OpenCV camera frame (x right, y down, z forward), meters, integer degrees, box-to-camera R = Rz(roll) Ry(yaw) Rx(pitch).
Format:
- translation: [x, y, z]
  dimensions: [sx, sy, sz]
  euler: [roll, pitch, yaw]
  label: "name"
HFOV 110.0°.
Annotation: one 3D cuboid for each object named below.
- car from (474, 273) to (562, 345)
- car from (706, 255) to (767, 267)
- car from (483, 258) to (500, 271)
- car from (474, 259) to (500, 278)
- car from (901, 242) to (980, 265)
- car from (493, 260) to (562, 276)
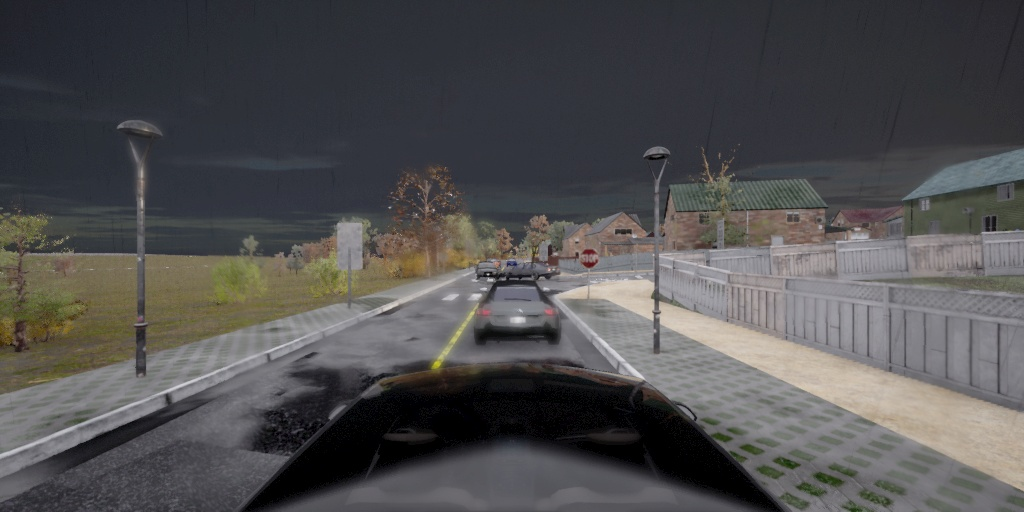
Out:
- translation: [0.099, 1.313, 9.506]
  dimensions: [1.994, 1.385, 4.181]
  euler: [0, 0, -1]
  label: "car"
- translation: [14.378, 0.413, 22.904]
  dimensions: [4.181, 1.385, 1.994]
  euler: [-3, 0, 16]
  label: "car"
- translation: [-2.869, 1.120, 51.249]
  dimensions: [2.097, 1.767, 4.553]
  euler: [0, 0, 1]
  label: "car"
- translation: [-2.264, 1.257, 31.431]
  dimensions: [1.837, 1.490, 4.892]
  euler: [0, 0, -8]
  label: "car"
- translation: [23.880, -0.208, 20.486]
  dimensions: [4.902, 1.511, 2.128]
  euler: [-3, 0, 14]
  label: "car"
- translation: [1.325, 1.197, 28.521]
  dimensions: [5.357, 1.411, 2.033]
  euler: [-4, -3, 43]
  label: "car"
